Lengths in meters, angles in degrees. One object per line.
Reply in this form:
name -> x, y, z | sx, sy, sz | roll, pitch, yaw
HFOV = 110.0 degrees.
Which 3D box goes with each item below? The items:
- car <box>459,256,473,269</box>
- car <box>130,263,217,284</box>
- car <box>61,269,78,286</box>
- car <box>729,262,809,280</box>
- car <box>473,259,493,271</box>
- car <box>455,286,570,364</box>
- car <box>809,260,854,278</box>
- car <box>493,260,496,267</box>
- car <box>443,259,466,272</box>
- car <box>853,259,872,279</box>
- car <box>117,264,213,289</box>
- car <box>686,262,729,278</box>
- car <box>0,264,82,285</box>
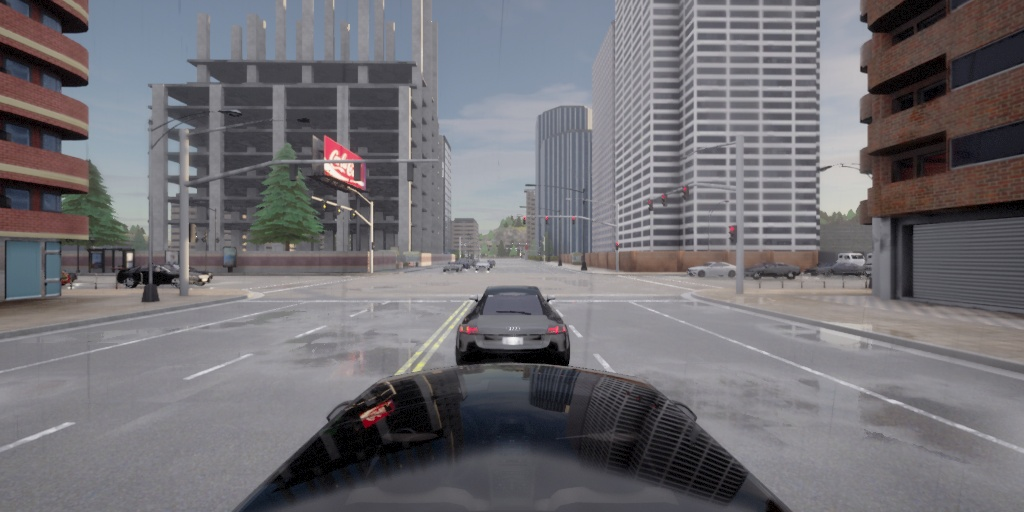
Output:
car -> -7.588, 1.116, 54.927 | 2.097, 1.767, 4.553 | 0, 0, 0
car -> -24.691, 1.282, 26.270 | 4.674, 1.442, 1.812 | 0, 0, -1
car -> -31.113, 1.108, 22.658 | 4.553, 1.767, 2.097 | 0, 0, -1
car -> 21.853, 1.249, 30.638 | 4.902, 1.511, 2.128 | 0, 0, -1
car -> -4.034, 1.289, 49.973 | 1.812, 1.442, 4.674 | 0, 0, -1
car -> 0.011, 1.316, 7.691 | 1.994, 1.385, 4.181 | 0, 0, 0
car -> 31.048, 1.306, 34.264 | 5.357, 1.411, 2.033 | 0, 0, -1
car -> -4.113, 1.366, 59.011 | 1.895, 1.301, 4.718 | 0, 0, -1
car -> -7.523, 1.363, 45.821 | 1.895, 1.301, 4.718 | 0, 0, 0
car -> 32.956, 1.250, 30.784 | 4.902, 1.511, 2.128 | 0, 0, -1
car -> -22.011, 1.247, 22.787 | 4.902, 1.511, 2.128 | 0, 0, -1
car -> 19.089, 1.284, 34.078 | 4.674, 1.442, 1.812 | 0, 0, -1
car -> -34.594, 1.320, 26.109 | 4.181, 1.385, 1.994 | 0, 0, -1
